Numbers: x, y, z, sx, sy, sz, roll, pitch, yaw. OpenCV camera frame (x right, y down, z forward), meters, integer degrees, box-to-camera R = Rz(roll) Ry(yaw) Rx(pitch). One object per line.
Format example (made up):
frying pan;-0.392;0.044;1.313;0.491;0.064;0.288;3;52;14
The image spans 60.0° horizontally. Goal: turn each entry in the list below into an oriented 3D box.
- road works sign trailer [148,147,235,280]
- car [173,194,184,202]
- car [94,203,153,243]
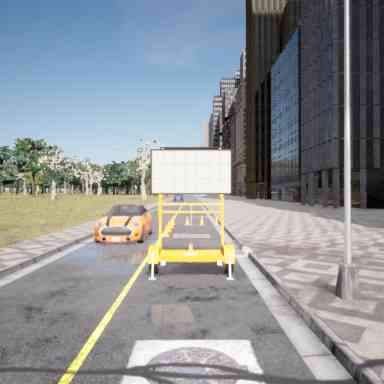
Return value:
road works sign trailer;-0.020;0.466;9.933;2.380;3.560;2.880;0;0;0
car;-3.161;1.249;77.828;2.150;2.045;5.566;0;0;0
car;-3.134;1.356;15.930;2.097;1.767;4.553;0;0;0
